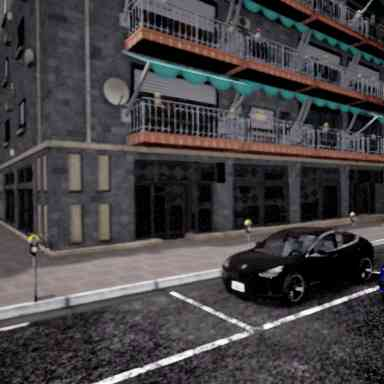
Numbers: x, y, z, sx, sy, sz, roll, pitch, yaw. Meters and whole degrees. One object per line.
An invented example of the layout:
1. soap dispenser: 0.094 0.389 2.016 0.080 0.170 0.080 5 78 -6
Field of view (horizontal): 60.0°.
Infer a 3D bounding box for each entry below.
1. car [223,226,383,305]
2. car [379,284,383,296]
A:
1. car: 2.711 1.544 8.048 4.313 1.339 1.947 0 -1 -36
2. car: 5.909 1.497 7.178 4.674 1.442 1.812 0 0 -35
